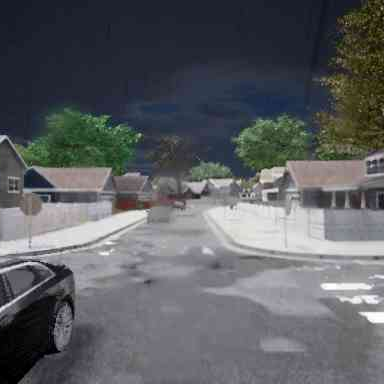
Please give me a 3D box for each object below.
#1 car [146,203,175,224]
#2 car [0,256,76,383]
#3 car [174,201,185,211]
[{"bbox_3d":[-2.768,1.925,28.487,1.837,1.490,4.892,0,0,0],"label":"car"},{"bbox_3d":[-2.757,1.542,3.429,2.128,1.511,4.902,0,-1,0],"label":"car"},{"bbox_3d":[-2.228,2.225,54.138,2.033,1.411,5.357,0,-1,6],"label":"car"}]
